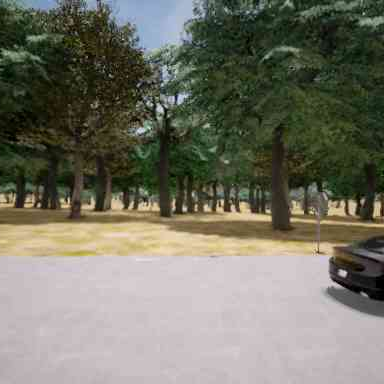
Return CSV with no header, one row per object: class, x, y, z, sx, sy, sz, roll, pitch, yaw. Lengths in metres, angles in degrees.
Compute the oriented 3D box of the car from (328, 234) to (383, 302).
car,5.709,1.683,7.678,5.008,1.535,1.882,2,1,-10
